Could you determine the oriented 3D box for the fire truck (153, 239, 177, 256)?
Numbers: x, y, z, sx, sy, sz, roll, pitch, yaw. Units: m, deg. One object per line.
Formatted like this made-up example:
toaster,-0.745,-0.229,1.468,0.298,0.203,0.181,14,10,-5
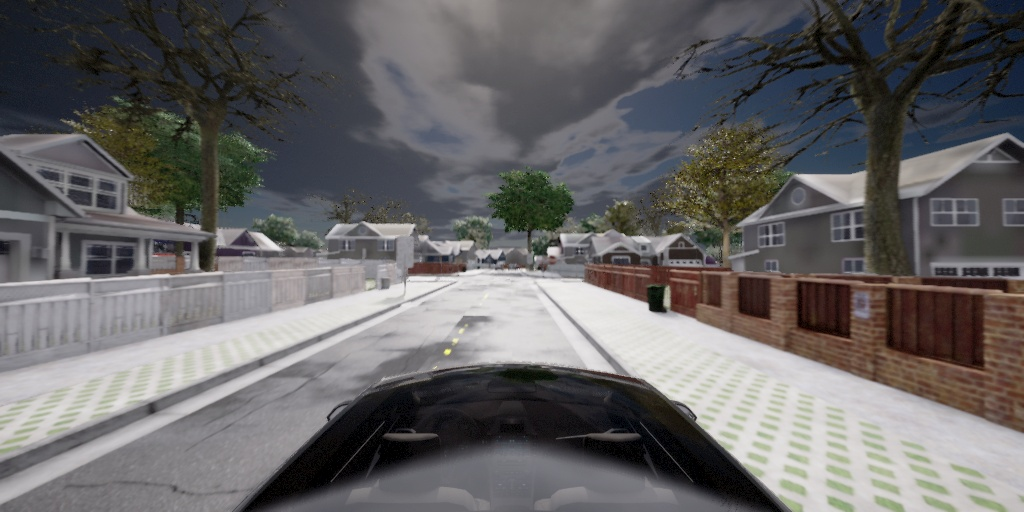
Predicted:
fire truck,-39.611,-0.228,36.692,8.468,3.827,2.891,1,-2,-1
